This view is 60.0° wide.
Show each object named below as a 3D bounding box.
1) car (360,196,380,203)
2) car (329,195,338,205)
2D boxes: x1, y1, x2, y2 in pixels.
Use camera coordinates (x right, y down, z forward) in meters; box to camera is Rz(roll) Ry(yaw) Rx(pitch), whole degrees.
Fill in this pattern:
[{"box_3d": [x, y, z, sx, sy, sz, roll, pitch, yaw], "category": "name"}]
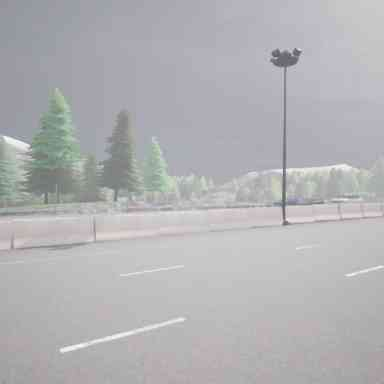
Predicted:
[{"box_3d": [22.010, 1.557, 40.843, 4.674, 1.442, 1.812, 0, 0, -35], "category": "car"}, {"box_3d": [20.296, 1.253, 43.916, 5.566, 2.045, 2.150, 0, 0, -35], "category": "car"}]
